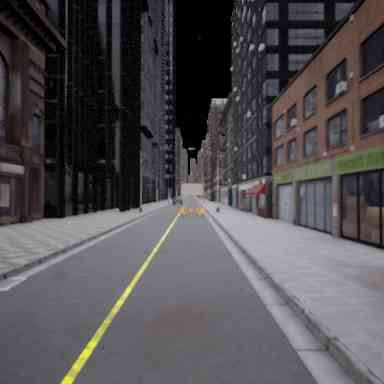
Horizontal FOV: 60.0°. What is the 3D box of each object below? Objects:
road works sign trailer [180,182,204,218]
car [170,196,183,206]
[{"bbox_3d":[-0.001,0.777,34.446,2.380,3.560,2.880,0,-1,0],"label":"road works sign trailer"},{"bbox_3d":[-3.003,1.877,70.981,2.150,2.045,5.566,0,-1,0],"label":"car"}]
